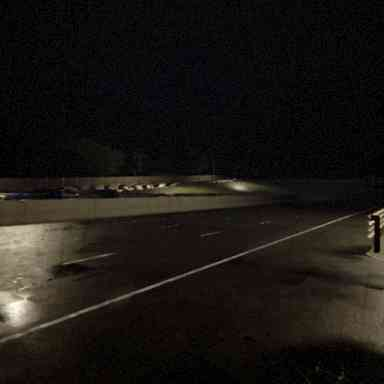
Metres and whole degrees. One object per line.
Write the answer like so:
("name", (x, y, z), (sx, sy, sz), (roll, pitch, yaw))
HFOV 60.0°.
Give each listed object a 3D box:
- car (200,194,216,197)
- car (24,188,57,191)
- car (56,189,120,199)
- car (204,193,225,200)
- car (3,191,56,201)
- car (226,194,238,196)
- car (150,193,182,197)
("car", (2.106, 1.062, 46.465), (1.837, 1.490, 4.892), (1, 0, 34))
("car", (-15.524, 0.618, 32.893), (2.150, 2.045, 5.566), (1, 1, 34))
("car", (-8.956, 0.750, 30.118), (2.150, 2.045, 5.566), (1, 1, 34))
("car", (4.212, 0.776, 61.978), (1.895, 1.301, 4.718), (1, 1, 34))
("car", (-14.111, 0.941, 28.748), (1.882, 1.535, 5.008), (1, 1, 34))
("car", (7.127, 1.129, 60.051), (2.033, 1.411, 5.357), (1, 1, 34))
("car", (-3.039, 0.958, 45.119), (1.882, 1.535, 5.008), (1, 1, 34))
